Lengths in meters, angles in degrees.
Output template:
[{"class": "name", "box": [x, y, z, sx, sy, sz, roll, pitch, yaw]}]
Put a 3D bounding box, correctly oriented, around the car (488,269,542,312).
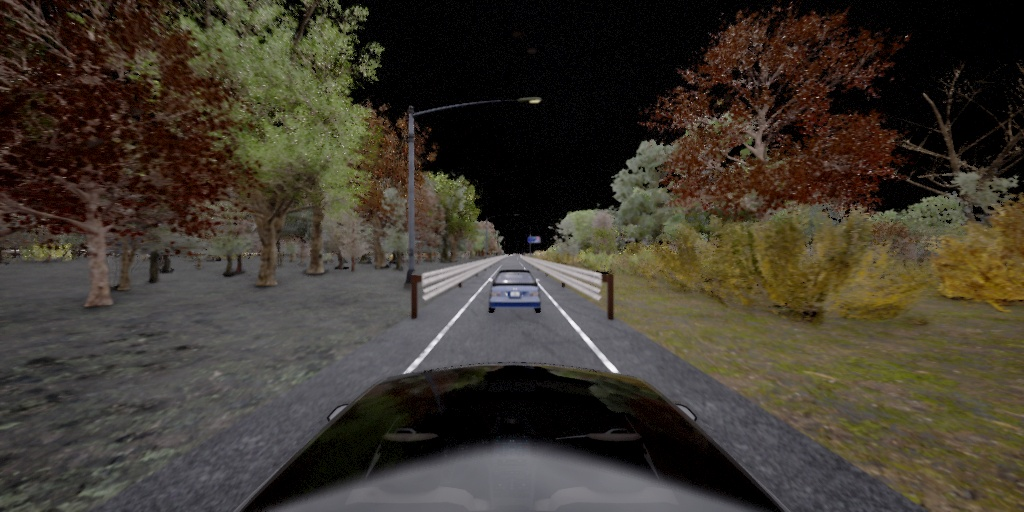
[{"class": "car", "box": [0.093, 1.212, 13.664, 2.033, 1.411, 5.357, 0, 0, 0]}]
